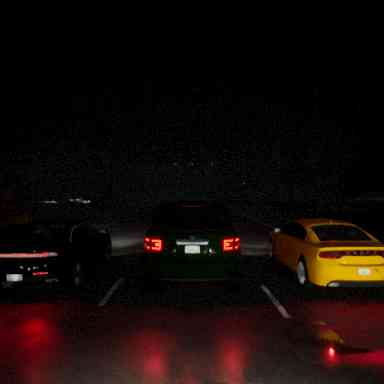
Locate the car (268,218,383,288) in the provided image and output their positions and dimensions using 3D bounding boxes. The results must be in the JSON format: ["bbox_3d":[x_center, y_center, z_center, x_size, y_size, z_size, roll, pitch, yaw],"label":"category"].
[{"bbox_3d":[3.475,1.465,9.211,1.882,1.535,5.008,0,0,0],"label":"car"}]

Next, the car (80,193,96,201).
[{"bbox_3d":[-22.172,1.212,72.118,1.994,1.385,4.181,0,0,-1],"label":"car"}]

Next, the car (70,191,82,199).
[{"bbox_3d":[-29.536,0.807,85.376,2.150,2.045,5.566,0,0,-4],"label":"car"}]

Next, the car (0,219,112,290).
[{"bbox_3d":[-3.522,1.480,9.012,2.128,1.511,4.902,0,0,0],"label":"car"}]

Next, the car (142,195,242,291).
[{"bbox_3d":[-0.014,1.209,9.156,2.150,2.045,5.566,0,0,0],"label":"car"}]

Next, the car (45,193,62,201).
[{"bbox_3d":[-29.140,1.025,70.214,2.097,1.767,4.553,0,0,-1],"label":"car"}]

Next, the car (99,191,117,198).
[{"bbox_3d":[-18.683,0.881,72.804,2.150,2.045,5.566,0,0,-1],"label":"car"}]

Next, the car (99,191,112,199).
[{"bbox_3d":[-22.686,0.797,87.256,2.150,2.045,5.566,0,0,-4],"label":"car"}]

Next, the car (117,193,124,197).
[{"bbox_3d":[-19.311,1.103,88.741,2.033,1.411,5.357,0,0,-4],"label":"car"}]
